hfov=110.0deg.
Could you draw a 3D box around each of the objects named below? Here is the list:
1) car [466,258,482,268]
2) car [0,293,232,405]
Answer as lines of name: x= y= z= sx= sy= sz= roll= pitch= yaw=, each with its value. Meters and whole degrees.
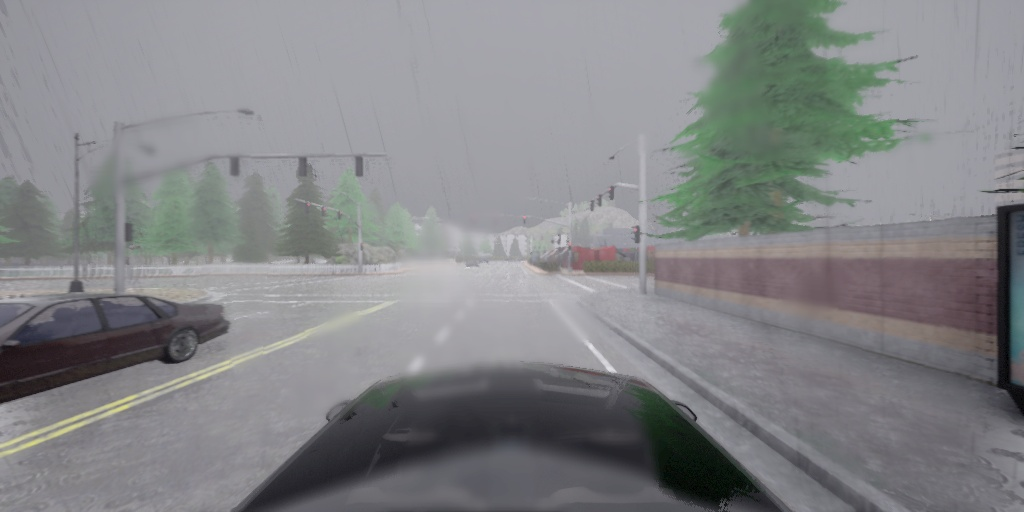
car: x=-6.996 y=1.410 z=63.942 sx=1.994 sy=1.385 sz=4.181 roll=0 pitch=0 yaw=0
car: x=-7.064 y=1.304 z=5.415 sx=2.033 sy=1.411 sz=5.357 roll=0 pitch=0 yaw=0
